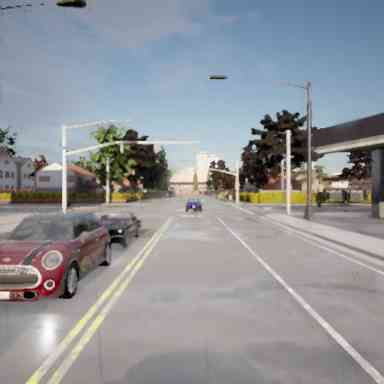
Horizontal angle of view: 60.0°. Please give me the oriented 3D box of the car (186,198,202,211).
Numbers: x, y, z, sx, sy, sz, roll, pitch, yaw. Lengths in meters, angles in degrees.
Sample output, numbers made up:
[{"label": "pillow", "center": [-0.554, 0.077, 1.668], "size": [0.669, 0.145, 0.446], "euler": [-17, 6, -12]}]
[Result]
[{"label": "car", "center": [0.251, 1.501, 39.852], "size": [1.812, 1.442, 4.674], "euler": [0, 0, 2]}]

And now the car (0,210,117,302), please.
[{"label": "car", "center": [-3.558, 1.347, 8.485], "size": [2.097, 1.767, 4.553], "euler": [0, 0, 0]}]

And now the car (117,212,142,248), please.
[{"label": "car", "center": [-3.498, 1.592, 14.991], "size": [1.895, 1.301, 4.718], "euler": [0, 0, 0]}]
